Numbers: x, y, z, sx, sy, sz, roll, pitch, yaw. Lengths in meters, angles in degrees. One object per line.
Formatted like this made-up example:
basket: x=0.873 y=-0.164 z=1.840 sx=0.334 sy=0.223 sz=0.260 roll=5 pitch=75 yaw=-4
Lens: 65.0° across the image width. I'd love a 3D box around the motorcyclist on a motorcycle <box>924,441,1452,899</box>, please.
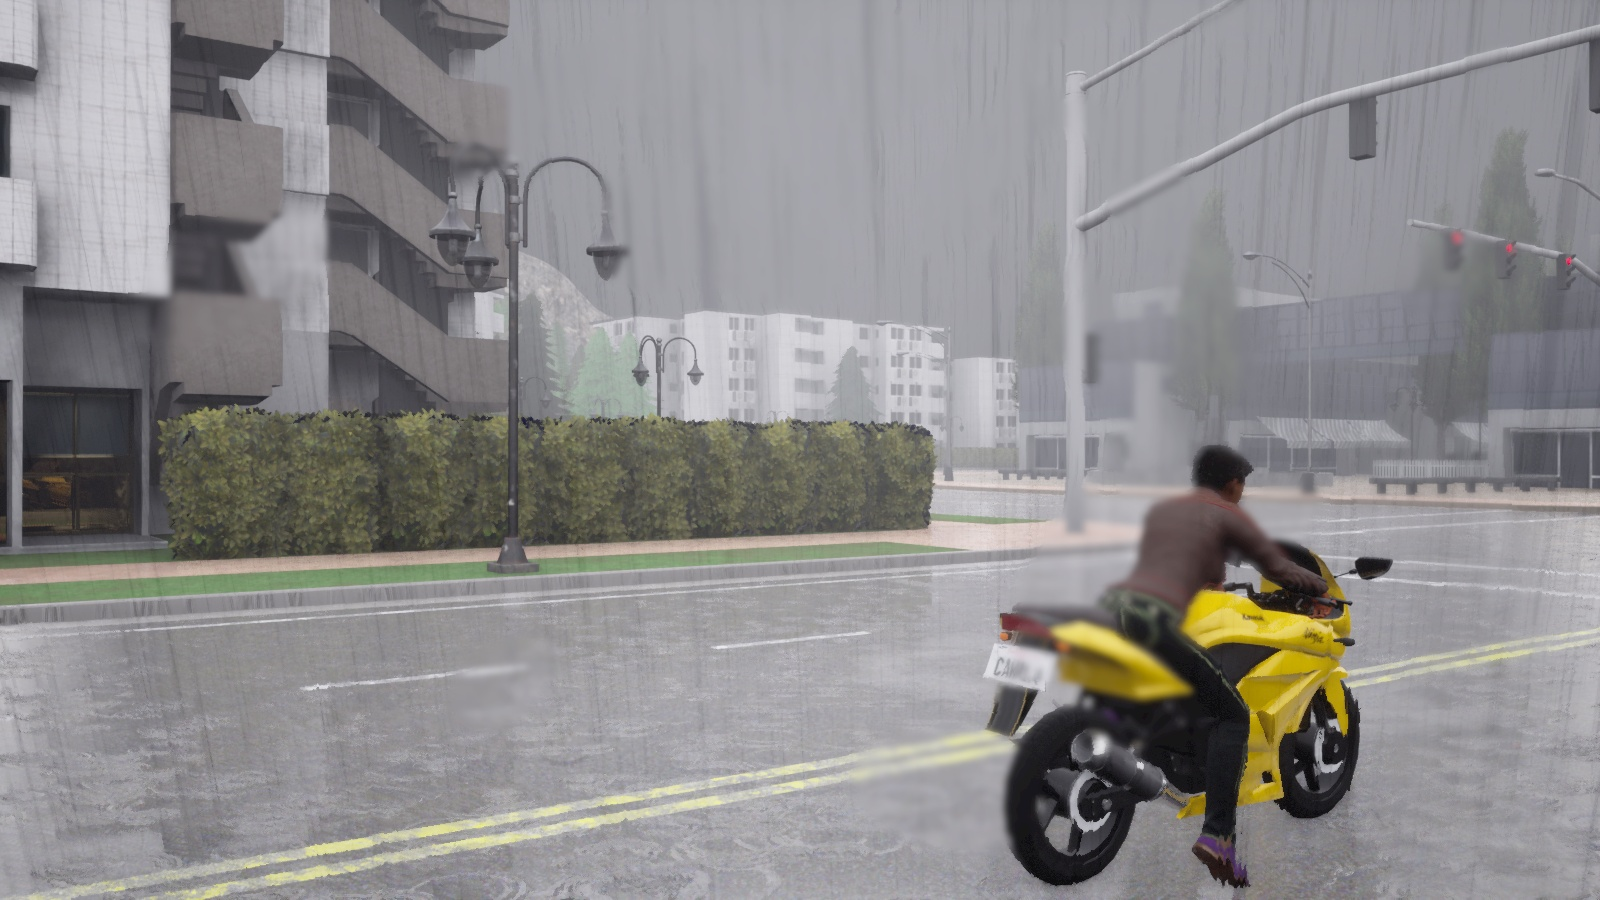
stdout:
motorcyclist on a motorcycle: x=1.507 y=0.735 z=4.703 sx=2.044 sy=1.523 sz=0.797 roll=0 pitch=0 yaw=-35
